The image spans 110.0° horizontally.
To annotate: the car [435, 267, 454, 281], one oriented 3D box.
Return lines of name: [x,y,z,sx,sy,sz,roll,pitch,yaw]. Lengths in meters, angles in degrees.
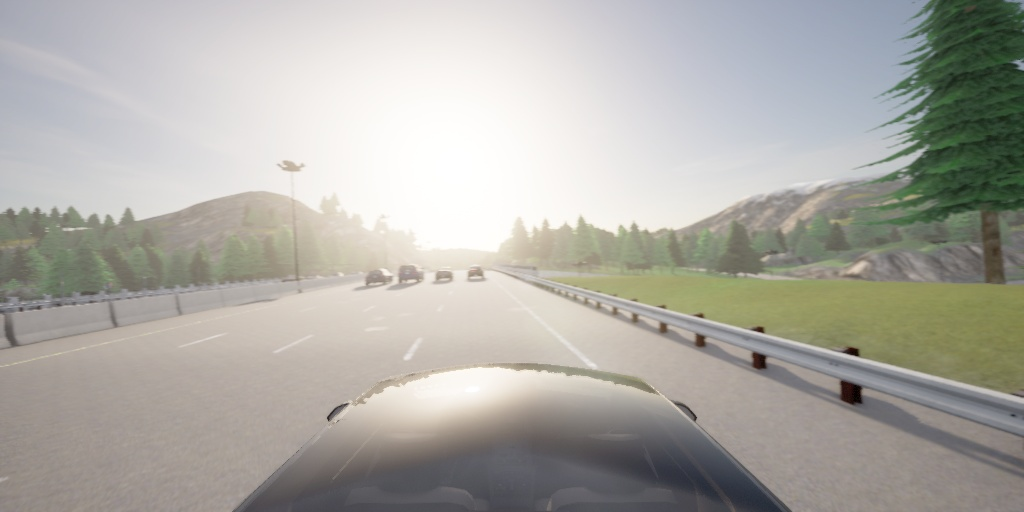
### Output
car: [-7.665,1.993,40.902,2.128,1.511,4.902,-3,0,-6]

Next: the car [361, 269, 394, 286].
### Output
car: [-14.564,2.237,39.596,2.097,1.767,4.553,-3,-1,-6]

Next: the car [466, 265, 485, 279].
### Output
car: [-4.154,1.805,40.942,1.837,1.490,4.892,-3,0,-6]

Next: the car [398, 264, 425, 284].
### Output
car: [-11.038,1.905,39.426,2.150,2.045,5.566,-3,0,-6]
